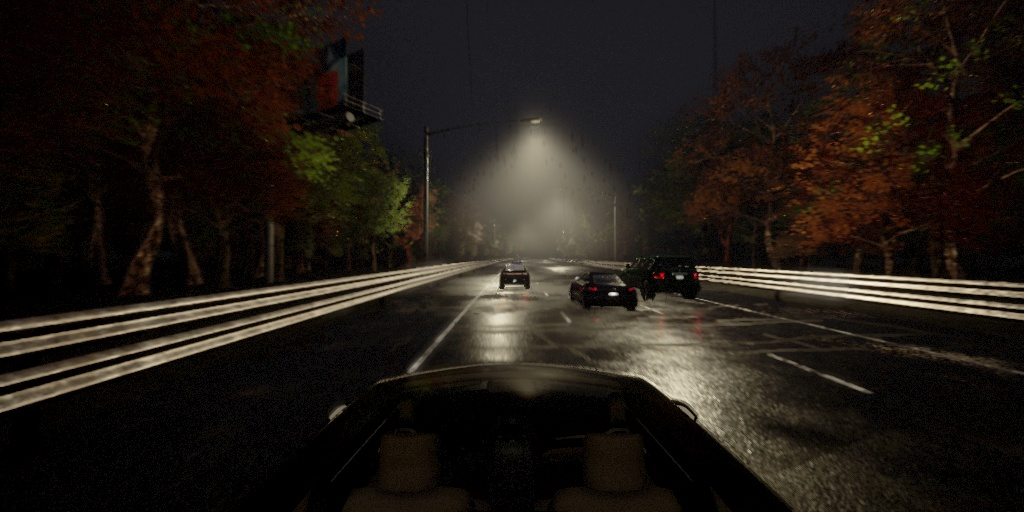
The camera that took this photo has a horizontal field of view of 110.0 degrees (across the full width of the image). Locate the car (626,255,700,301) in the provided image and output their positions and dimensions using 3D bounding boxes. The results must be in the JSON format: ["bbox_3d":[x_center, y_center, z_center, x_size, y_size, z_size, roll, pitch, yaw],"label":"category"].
[{"bbox_3d":[7.127,0.998,17.841,2.150,2.045,5.566,0,0,1],"label":"car"}]

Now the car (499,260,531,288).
[{"bbox_3d":[0.192,1.266,23.724,2.128,1.511,4.902,0,0,1],"label":"car"}]

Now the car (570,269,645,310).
[{"bbox_3d":[3.626,1.333,14.794,1.994,1.385,4.181,0,0,0],"label":"car"}]
